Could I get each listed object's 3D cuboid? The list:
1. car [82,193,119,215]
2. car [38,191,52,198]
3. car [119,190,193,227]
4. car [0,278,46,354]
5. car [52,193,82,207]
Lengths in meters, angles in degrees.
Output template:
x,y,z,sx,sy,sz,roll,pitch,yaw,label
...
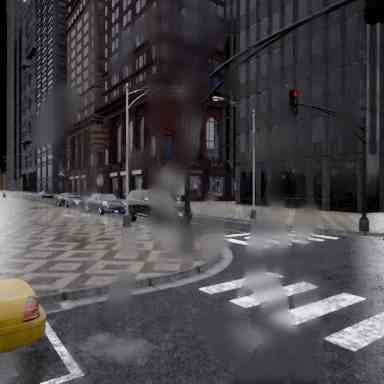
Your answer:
x,y,z,sx,sy,sz,roll,pitch,yaw,label
-7.148,0.872,27.671,2.097,1.767,4.553,0,1,-35,car
-26.398,0.450,60.000,1.994,1.385,4.181,0,1,-36,car
-2.230,0.898,20.808,2.150,2.045,5.566,0,1,-36,car
-4.264,1.525,3.614,4.829,1.417,1.752,0,0,-35,car
-13.166,0.827,36.074,2.128,1.511,4.902,0,1,-36,car
